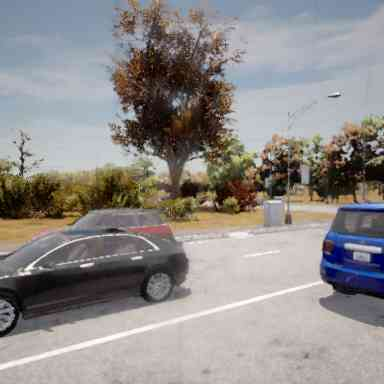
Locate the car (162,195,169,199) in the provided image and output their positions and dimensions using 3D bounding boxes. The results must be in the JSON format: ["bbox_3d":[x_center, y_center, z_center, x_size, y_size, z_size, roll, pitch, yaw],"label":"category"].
[{"bbox_3d":[-4.332,1.382,68.132,1.882,1.535,5.008,0,0,-36],"label":"car"}]

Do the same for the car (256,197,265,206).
[{"bbox_3d":[10.051,1.562,52.982,2.033,1.411,5.357,0,0,-33],"label":"car"}]

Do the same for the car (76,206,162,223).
[{"bbox_3d":[-2.786,1.355,10.599,4.553,1.767,2.097,0,0,-35],"label":"car"}]

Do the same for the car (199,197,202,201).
[{"bbox_3d":[0.812,1.428,66.904,2.128,1.511,4.902,0,0,-34],"label":"car"}]

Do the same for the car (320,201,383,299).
[{"bbox_3d":[5.188,1.230,7.446,5.566,2.045,2.150,0,0,-36],"label":"car"}]

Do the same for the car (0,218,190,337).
[{"bbox_3d":[-2.320,1.507,6.634,4.892,1.490,1.837,0,0,-35],"label":"car"}]

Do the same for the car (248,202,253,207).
[{"bbox_3d":[7.164,1.538,50.977,1.812,1.442,4.674,0,0,-33],"label":"car"}]
